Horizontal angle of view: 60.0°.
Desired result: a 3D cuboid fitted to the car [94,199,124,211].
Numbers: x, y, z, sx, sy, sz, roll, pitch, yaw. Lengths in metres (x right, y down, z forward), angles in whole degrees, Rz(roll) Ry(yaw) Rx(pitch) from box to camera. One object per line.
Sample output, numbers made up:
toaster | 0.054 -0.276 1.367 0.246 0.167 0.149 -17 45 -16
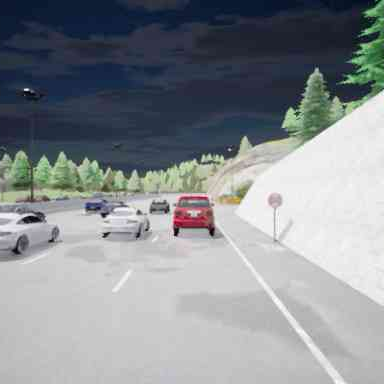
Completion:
car | -6.896 1.544 30.289 2.033 1.411 5.357 0 0 0

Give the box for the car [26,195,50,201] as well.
car | -27.993 1.349 61.297 2.097 1.767 4.553 0 0 0

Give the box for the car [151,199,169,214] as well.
car | -3.396 1.487 35.618 2.128 1.511 4.902 0 0 0

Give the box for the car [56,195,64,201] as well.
car | -31.490 1.515 81.256 1.812 1.442 4.674 0 0 0

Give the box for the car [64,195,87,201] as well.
car | -20.995 1.471 60.613 1.882 1.535 5.008 0 0 0

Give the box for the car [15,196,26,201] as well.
car | -31.493 1.517 62.573 1.812 1.442 4.674 0 0 0

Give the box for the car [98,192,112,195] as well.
car | -20.990 1.490 81.222 1.837 1.490 4.892 0 0 0

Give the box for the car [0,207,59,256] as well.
car | -6.898 1.524 13.064 1.812 1.442 4.674 0 0 0

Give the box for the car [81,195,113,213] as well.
car | -10.395 1.473 37.208 1.882 1.535 5.008 0 0 0

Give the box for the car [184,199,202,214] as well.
car | 0.104 1.521 36.699 1.812 1.442 4.674 0 0 0

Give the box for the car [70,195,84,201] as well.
car | -27.990 1.515 81.223 1.812 1.442 4.674 0 0 0

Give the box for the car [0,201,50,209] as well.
car | -10.398 1.489 19.557 2.128 1.511 4.902 0 0 0

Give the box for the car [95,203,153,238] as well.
car | -3.398 1.524 17.557 1.812 1.442 4.674 0 0 0

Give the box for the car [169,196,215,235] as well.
car | 0.102 1.219 18.926 2.150 2.045 5.566 0 0 0
